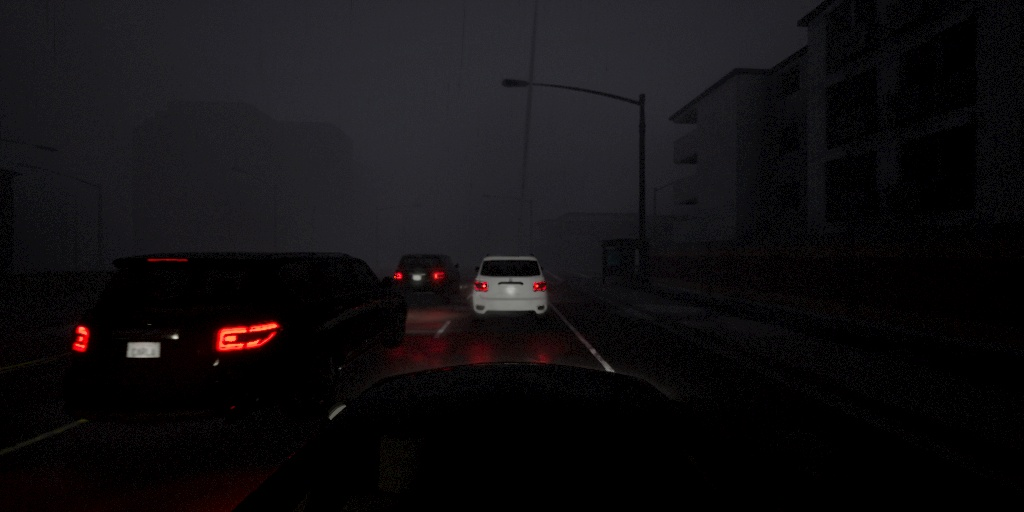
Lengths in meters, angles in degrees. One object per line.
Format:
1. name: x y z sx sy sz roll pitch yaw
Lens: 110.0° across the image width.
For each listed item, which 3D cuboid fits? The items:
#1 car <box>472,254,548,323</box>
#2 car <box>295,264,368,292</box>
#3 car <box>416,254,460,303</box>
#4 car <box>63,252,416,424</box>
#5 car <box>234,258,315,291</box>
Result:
1. car: -0.083 0.940 12.085 2.150 2.045 5.566 0 1 -1
2. car: -10.975 1.263 22.351 2.033 1.411 5.357 0 0 -2
3. car: -3.689 0.924 16.378 2.150 2.045 5.566 0 0 -2
4. car: -3.461 0.958 6.018 2.150 2.045 5.566 0 0 -1
5. car: -14.473 1.039 22.229 2.097 1.767 4.553 0 0 -2
